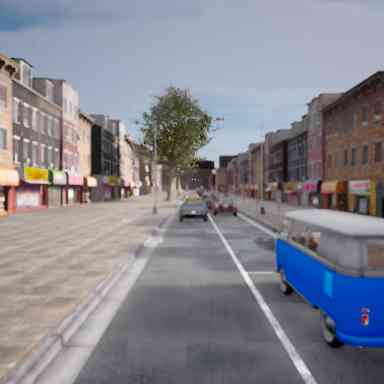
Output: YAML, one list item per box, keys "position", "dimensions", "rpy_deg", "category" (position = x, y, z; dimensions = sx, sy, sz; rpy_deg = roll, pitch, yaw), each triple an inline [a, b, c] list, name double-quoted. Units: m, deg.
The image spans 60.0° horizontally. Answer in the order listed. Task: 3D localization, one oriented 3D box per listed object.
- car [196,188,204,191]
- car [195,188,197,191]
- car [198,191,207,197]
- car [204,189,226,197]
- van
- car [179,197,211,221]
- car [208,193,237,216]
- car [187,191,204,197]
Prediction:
- position: [2.653, 0.339, 72.392]
  dimensions: [2.192, 1.841, 5.009]
  rpy_deg: [1, 1, 0]
  category: "car"
- position: [2.654, 0.080, 89.013]
  dimensions: [2.192, 1.841, 5.009]
  rpy_deg: [1, 1, 0]
  category: "car"
- position: [2.650, 0.417, 83.477]
  dimensions: [1.947, 1.339, 4.313]
  rpy_deg: [1, 1, 0]
  category: "car"
- position: [2.650, 0.908, 33.608]
  dimensions: [2.192, 1.841, 5.009]
  rpy_deg: [1, 1, 0]
  category: "car"
- position: [2.646, 1.278, 5.902]
  dimensions: [1.690, 1.788, 3.998]
  rpy_deg: [0, 1, 0]
  category: "van"
- position: [0.100, 1.284, 24.140]
  dimensions: [1.994, 1.385, 4.181]
  rpy_deg: [0, 1, 0]
  category: "car"
- position: [2.648, 1.108, 28.068]
  dimensions: [1.967, 1.590, 4.097]
  rpy_deg: [1, 1, 0]
  category: "car"
- position: [0.101, 0.971, 40.759]
  dimensions: [1.882, 1.535, 5.008]
  rpy_deg: [0, 1, 0]
  category: "car"
